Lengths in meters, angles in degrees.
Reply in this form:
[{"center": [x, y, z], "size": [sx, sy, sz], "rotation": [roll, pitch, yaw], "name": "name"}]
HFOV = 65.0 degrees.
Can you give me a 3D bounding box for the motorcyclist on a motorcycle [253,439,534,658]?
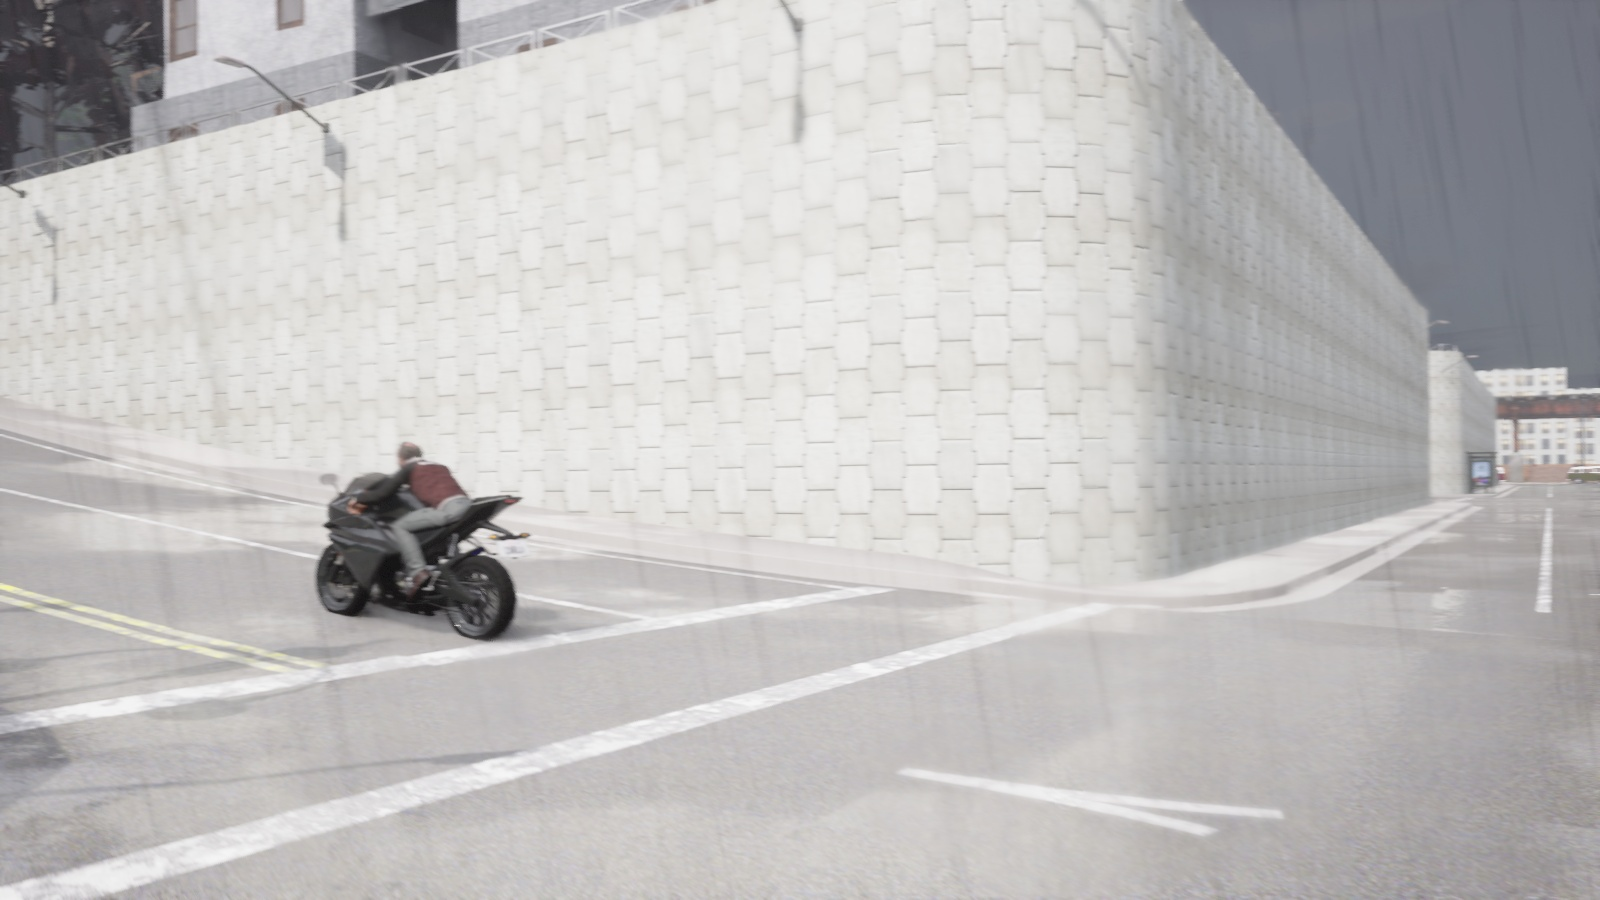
[{"center": [-3.358, 0.741, 10.313], "size": [2.191, 1.530, 0.866], "rotation": [4, 1, 29], "name": "motorcyclist on a motorcycle"}]
